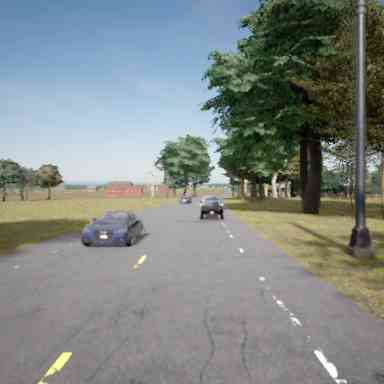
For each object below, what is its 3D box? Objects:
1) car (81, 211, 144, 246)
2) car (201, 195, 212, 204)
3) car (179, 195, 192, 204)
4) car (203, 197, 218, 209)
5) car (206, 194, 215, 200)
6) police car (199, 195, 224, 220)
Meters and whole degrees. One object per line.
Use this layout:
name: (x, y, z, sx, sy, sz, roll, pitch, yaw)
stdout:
car: (-3.398, 1.538, 14.912, 1.994, 1.385, 4.181, 0, 0, 1)
car: (2.635, 1.345, 60.756, 1.812, 1.442, 4.674, 0, 0, 5)
car: (-1.119, 1.313, 58.160, 2.128, 1.511, 4.902, 0, 0, 5)
car: (2.447, 1.389, 43.882, 1.837, 1.490, 4.892, 0, 0, 4)
car: (4.589, 1.190, 80.643, 1.895, 1.301, 4.718, 0, 0, 7)
police car: (1.637, 1.366, 28.073, 1.930, 1.638, 5.238, 0, 0, 2)
